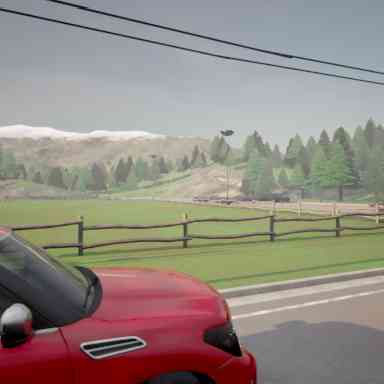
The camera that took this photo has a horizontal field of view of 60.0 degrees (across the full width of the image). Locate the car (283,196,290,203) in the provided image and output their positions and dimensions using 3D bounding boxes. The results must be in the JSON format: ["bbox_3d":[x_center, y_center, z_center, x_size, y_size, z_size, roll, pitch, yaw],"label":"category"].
[{"bbox_3d":[18.728,1.500,70.596,1.837,1.490,4.892,0,0,-24],"label":"car"}]

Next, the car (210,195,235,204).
[{"bbox_3d":[5.907,1.564,65.099,1.994,1.385,4.181,0,0,-23],"label":"car"}]

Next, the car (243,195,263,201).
[{"bbox_3d":[14.606,1.483,79.911,2.033,1.411,5.357,0,0,-24],"label":"car"}]

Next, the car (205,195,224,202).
[{"bbox_3d":[5.004,1.488,75.663,2.033,1.411,5.357,0,0,-24],"label":"car"}]

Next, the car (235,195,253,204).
[{"bbox_3d":[9.218,1.547,66.249,2.033,1.411,5.357,0,0,-23],"label":"car"}]

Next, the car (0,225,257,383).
[{"bbox_3d":[-2.207,1.222,2.594,5.566,2.045,2.150,0,0,-24],"label":"car"}]

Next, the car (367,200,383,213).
[{"bbox_3d":[20.031,1.352,33.307,2.097,1.767,4.553,0,0,-24],"label":"car"}]

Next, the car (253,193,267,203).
[{"bbox_3d":[12.329,1.491,67.759,2.128,1.511,4.902,0,0,-24],"label":"car"}]

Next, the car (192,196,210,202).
[{"bbox_3d":[1.803,1.488,74.247,2.033,1.411,5.357,0,0,-24],"label":"car"}]

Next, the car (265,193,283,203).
[{"bbox_3d":[15.659,1.225,68.882,2.150,2.045,5.566,0,0,-24],"label":"car"}]
